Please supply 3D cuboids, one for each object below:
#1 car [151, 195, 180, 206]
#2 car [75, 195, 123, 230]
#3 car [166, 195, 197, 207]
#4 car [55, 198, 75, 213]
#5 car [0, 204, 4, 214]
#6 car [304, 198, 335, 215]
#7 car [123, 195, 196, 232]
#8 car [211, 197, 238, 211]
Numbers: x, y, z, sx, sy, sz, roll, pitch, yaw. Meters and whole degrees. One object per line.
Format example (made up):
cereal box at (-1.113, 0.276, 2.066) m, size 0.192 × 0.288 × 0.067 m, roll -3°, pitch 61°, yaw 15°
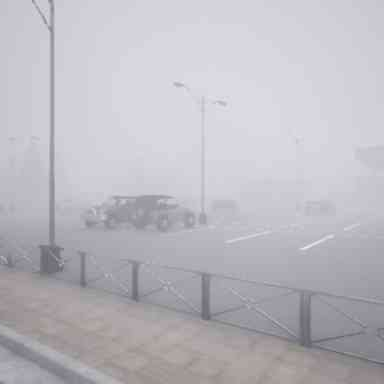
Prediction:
car at (-4.074, 1.296, 51.508) m, size 2.007 × 1.523 × 4.514 m, roll 0°, pitch 0°, yaw 35°
car at (-4.128, 1.087, 19.404) m, size 1.932 × 1.855 × 4.605 m, roll 0°, pitch 0°, yaw 35°
car at (-1.490, 1.293, 49.730) m, size 2.152 × 1.636 × 5.027 m, roll 0°, pitch 0°, yaw 35°
car at (-12.446, 1.345, 34.617) m, size 1.970 × 1.475 × 3.806 m, roll 0°, pitch 0°, yaw 35°
car at (-19.180, 1.329, 30.305) m, size 1.845 × 1.501 × 3.633 m, roll 0°, pitch 0°, yaw 35°
car at (11.813, 1.300, 30.769) m, size 2.007 × 1.523 × 4.514 m, roll 0°, pitch 0°, yaw 35°
car at (-1.523, 1.072, 18.053) m, size 1.905 × 1.878 × 3.866 m, roll 0°, pitch 0°, yaw 35°
car at (3.701, 1.303, 36.604) m, size 1.845 × 1.501 × 3.633 m, roll 0°, pitch 0°, yaw 35°
